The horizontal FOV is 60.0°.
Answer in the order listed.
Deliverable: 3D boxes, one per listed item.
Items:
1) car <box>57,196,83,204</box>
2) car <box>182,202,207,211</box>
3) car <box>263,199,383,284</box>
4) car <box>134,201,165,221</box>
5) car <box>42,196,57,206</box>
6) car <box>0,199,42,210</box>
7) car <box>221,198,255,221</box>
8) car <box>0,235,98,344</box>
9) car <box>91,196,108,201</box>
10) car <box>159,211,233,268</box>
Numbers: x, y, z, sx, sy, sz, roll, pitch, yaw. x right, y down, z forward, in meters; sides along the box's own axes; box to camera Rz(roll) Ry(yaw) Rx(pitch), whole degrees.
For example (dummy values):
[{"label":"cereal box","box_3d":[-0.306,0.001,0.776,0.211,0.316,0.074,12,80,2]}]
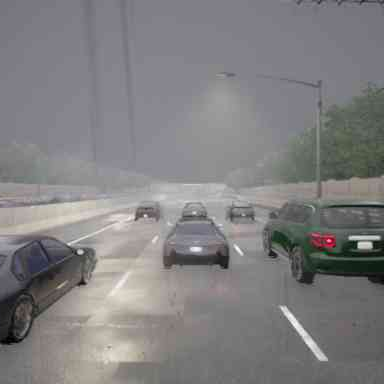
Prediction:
[{"label":"car","box_3d":[-17.278,1.395,48.121,1.837,1.490,4.892,0,0,1]},{"label":"car","box_3d":[0.190,1.502,26.577,1.994,1.385,4.181,0,0,0]},{"label":"car","box_3d":[3.617,1.200,9.617,2.150,2.045,5.566,0,0,0]},{"label":"car","box_3d":[-3.312,1.444,26.245,1.837,1.490,4.892,0,0,0]},{"label":"car","box_3d":[-20.768,1.365,48.660,1.882,1.535,5.008,0,0,1]},{"label":"car","box_3d":[-14.006,1.502,26.242,1.994,1.385,4.181,0,0,0]},{"label":"car","box_3d":[3.687,1.432,25.995,2.128,1.511,4.902,0,0,0]},{"label":"car","box_3d":[-3.394,1.534,6.292,2.033,1.411,5.357,0,0,0]},{"label":"car","box_3d":[-13.748,1.378,49.802,2.128,1.511,4.902,0,0,1]},{"label":"car","box_3d":[0.120,1.539,11.135,1.994,1.385,4.181,0,0,0]}]
